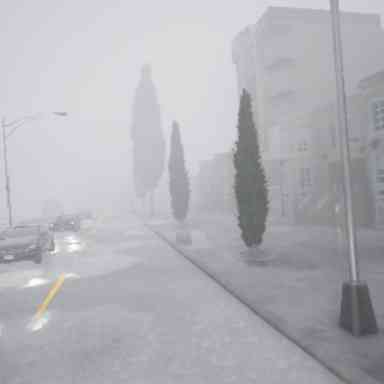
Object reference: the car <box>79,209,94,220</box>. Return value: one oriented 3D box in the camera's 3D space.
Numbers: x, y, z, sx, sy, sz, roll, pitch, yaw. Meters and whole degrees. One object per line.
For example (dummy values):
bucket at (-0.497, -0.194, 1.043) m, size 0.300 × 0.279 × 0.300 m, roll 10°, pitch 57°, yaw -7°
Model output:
car at (-13.605, 2.829, 42.173) m, size 1.994 × 1.385 × 4.181 m, roll -4°, pitch -1°, yaw -13°

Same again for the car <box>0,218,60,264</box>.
car at (-7.067, 2.122, 14.103) m, size 1.812 × 1.442 × 4.674 m, roll -4°, pitch 0°, yaw -14°

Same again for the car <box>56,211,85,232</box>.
car at (-9.967, 2.492, 26.366) m, size 1.895 × 1.301 × 4.718 m, roll -4°, pitch 0°, yaw -13°
